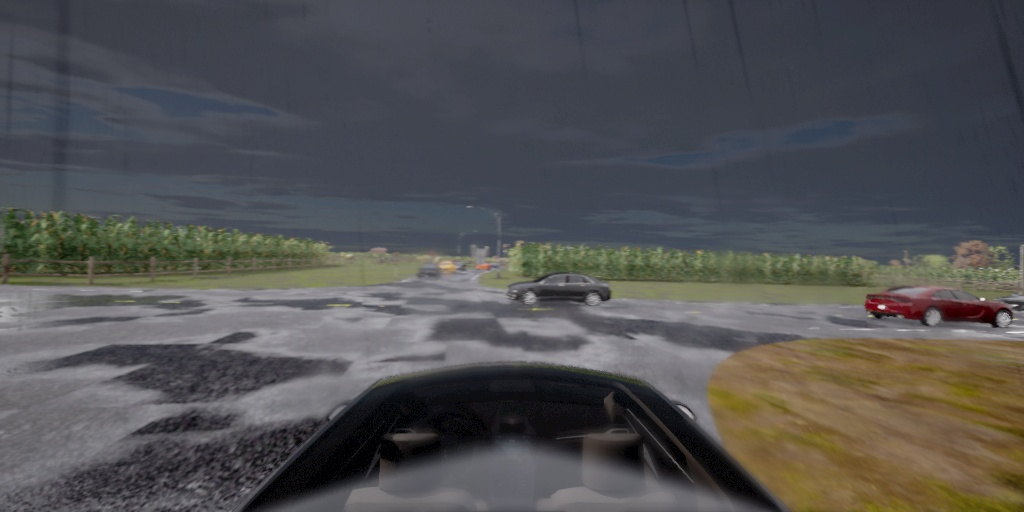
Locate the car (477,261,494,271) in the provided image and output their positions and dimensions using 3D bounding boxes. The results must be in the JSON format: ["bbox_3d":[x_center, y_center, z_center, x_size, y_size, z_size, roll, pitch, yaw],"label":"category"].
[{"bbox_3d":[-4.856,1.644,62.607,2.097,1.767,4.553,1,-1,3],"label":"car"}]

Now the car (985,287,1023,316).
[{"bbox_3d":[28.529,2.501,19.148,4.181,1.385,1.994,2,-1,-4],"label":"car"}]

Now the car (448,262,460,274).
[{"bbox_3d":[-8.265,1.466,45.401,1.882,1.535,5.008,2,-1,-1],"label":"car"}]

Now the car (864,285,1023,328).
[{"bbox_3d":[17.172,1.968,14.515,5.008,1.535,1.882,2,-1,-5],"label":"car"}]

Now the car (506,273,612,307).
[{"bbox_3d":[2.165,1.516,16.770,4.892,1.490,1.837,2,-1,-6],"label":"car"}]

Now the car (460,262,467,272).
[{"bbox_3d":[-8.158,1.606,55.758,2.128,1.511,4.902,2,-1,1],"label":"car"}]

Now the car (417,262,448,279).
[{"bbox_3d":[-7.802,1.428,34.523,2.033,1.411,5.357,2,-1,-4],"label":"car"}]
